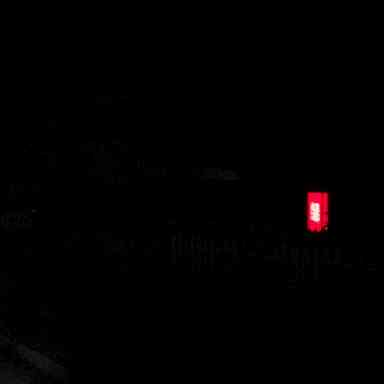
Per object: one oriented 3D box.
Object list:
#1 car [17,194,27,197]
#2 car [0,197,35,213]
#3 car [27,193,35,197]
[{"bbox_3d":[-37.505,1.298,73.973,4.514,1.523,2.007,0,0,36],"label":"car"},{"bbox_3d":[-20.025,1.548,36.948,1.994,1.385,4.181,0,0,36],"label":"car"},{"bbox_3d":[-26.237,1.097,57.964,4.605,1.855,1.932,0,0,36],"label":"car"}]
